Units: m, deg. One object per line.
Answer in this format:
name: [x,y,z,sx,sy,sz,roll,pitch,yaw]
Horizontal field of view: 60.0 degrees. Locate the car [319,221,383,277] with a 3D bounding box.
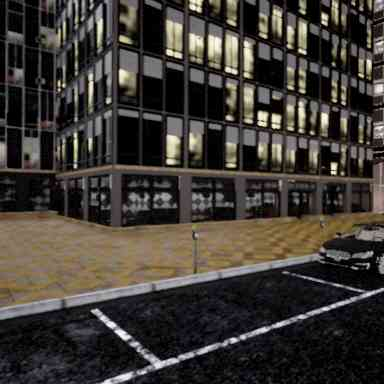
car: [5.762,1.626,10.396,4.403,1.369,2.008,0,0,-36]
